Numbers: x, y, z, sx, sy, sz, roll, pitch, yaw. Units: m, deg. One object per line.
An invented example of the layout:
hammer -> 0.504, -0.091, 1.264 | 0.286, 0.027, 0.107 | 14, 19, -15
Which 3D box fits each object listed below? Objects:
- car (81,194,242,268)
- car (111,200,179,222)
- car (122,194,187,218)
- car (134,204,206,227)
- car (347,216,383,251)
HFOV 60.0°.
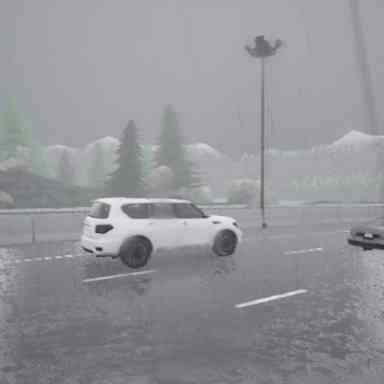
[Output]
car -> -0.877, 1.218, 11.414 | 5.566, 2.045, 2.150 | 0, 0, -32
car -> -3.683, 1.463, 26.336 | 5.008, 1.535, 1.882 | 0, 0, -31
car -> -3.391, 1.215, 30.576 | 5.566, 2.045, 2.150 | 1, 0, -29
car -> -1.505, 1.598, 23.568 | 4.718, 1.301, 1.895 | 0, 0, -30
car -> 8.423, 1.593, 12.956 | 5.357, 1.411, 2.033 | 0, 0, -29
